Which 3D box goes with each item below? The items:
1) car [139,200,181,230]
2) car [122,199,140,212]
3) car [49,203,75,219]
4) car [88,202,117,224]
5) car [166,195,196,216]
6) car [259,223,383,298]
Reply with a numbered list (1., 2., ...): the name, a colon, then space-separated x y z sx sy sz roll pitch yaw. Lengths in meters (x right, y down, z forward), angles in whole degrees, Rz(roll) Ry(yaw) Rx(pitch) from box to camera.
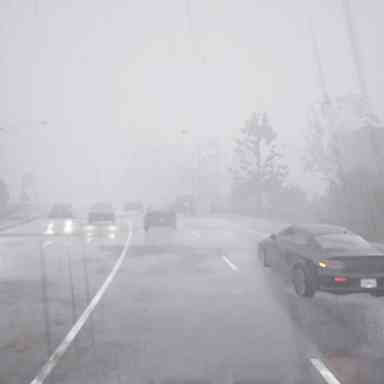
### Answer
1. car: -2.189 1.506 21.377 1.882 1.535 5.008 0 0 -11
2. car: -7.094 1.536 39.106 1.882 1.535 5.008 0 0 -19
3. car: -11.519 1.655 29.631 1.895 1.301 4.718 0 0 -16
4. car: -6.849 1.520 25.495 1.882 1.535 5.008 0 0 -13
5. car: -1.242 1.262 32.469 2.150 2.045 5.566 0 0 -16
6. car: 3.094 1.525 8.453 1.812 1.442 4.674 0 0 -4
